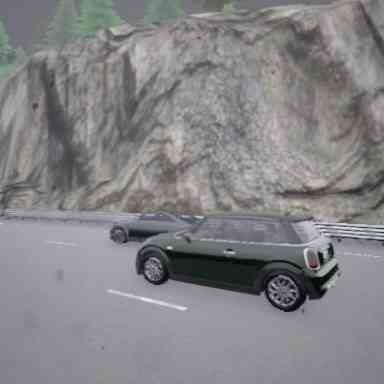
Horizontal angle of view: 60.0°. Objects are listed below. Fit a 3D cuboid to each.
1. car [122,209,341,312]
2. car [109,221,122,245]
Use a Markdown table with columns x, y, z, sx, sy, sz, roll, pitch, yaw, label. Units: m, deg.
| x | y | z | sx | sy | sz | roll | pitch | yaw | label |
| --- | --- | --- | --- | --- | --- | --- | --- | --- | --- |
| 0.848 | 1.239 | 7.651 | 4.553 | 1.767 | 2.097 | 0 | 1 | 34 | car |
| -1.314 | 1.400 | 13.333 | 4.181 | 1.385 | 1.994 | 0 | 1 | 32 | car |
